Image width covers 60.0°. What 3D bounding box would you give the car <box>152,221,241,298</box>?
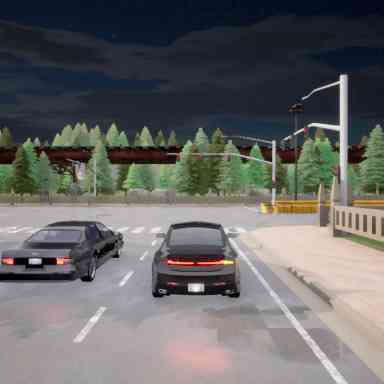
[{"bbox_3d":[0.103,1.505,8.519,1.837,1.490,4.892,0,0,1],"label":"car"}]

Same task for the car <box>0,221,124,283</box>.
[{"bbox_3d":[-3.383,1.547,9.709,2.033,1.411,5.357,0,0,0],"label":"car"}]
